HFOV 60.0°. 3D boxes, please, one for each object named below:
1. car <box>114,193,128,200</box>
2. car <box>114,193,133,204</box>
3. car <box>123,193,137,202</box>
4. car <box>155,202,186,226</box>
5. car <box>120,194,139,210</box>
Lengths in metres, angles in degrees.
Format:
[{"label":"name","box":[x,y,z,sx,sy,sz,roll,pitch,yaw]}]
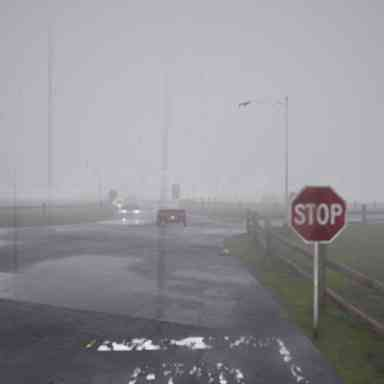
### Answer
[{"label":"car","box":[-16.714,0.972,78.245,2.128,1.511,4.902,0,0,-24]},{"label":"car","box":[-11.567,1.251,56.051,1.882,1.535,5.008,0,0,-17]},{"label":"car","box":[-12.897,1.036,68.853,2.097,1.767,4.553,0,0,-22]},{"label":"car","box":[-1.533,1.441,23.269,1.882,1.535,5.008,1,0,-7]},{"label":"car","box":[-7.600,1.366,40.873,1.837,1.490,4.892,0,0,-13]}]
